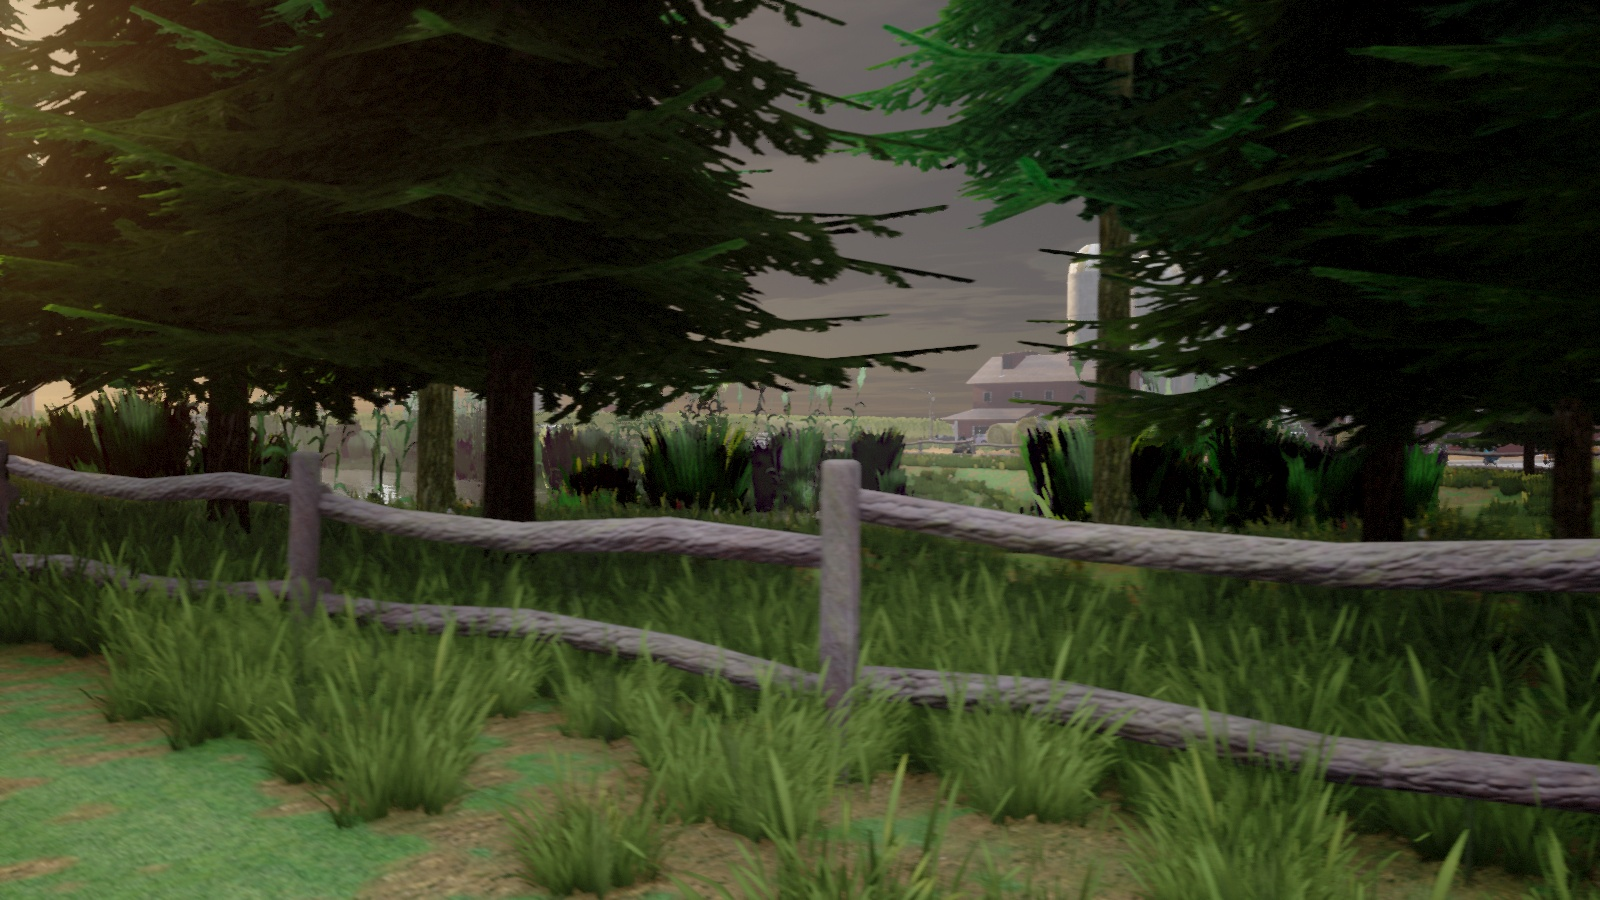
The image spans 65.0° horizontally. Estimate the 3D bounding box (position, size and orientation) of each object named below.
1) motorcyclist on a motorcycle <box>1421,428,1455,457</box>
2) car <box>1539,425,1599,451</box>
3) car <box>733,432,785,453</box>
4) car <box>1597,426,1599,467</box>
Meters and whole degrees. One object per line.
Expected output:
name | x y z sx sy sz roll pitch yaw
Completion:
motorcyclist on a motorcycle | 34.140 -0.420 67.161 2.191 1.530 0.866 -1 1 -41
car | 49.046 -0.778 79.998 5.008 1.535 1.882 -1 1 -41
car | -3.027 -0.528 92.083 1.970 1.475 3.806 -1 1 -38
car | 30.500 -0.118 43.379 1.812 1.442 4.674 -1 1 -38
